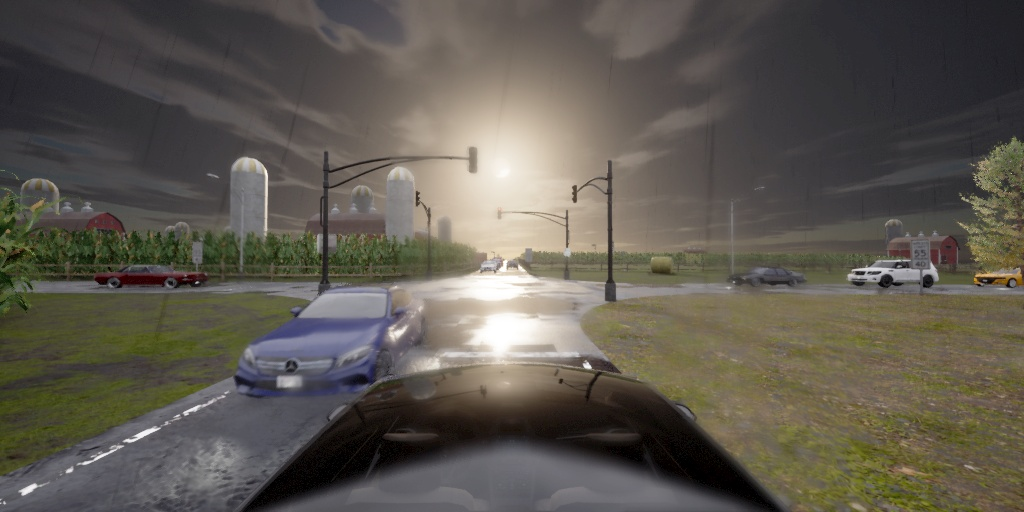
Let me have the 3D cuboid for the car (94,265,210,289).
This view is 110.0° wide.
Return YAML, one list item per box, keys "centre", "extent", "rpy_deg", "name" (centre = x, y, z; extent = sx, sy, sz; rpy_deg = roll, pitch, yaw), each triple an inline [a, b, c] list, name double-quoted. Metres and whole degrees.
- centre: [-19.936, 1.163, 20.073]
  extent: [4.718, 1.301, 1.895]
  rpy_deg: [0, -1, -4]
  name: "car"

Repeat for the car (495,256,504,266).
- centre: [-2.891, 1.295, 62.545]
  extent: [1.882, 1.535, 5.008]
  rpy_deg: [0, 0, 0]
  name: "car"

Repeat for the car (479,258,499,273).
- centre: [-2.818, 1.312, 43.367]
  extent: [1.812, 1.442, 4.674]
  rpy_deg: [0, 0, -1]
  name: "car"

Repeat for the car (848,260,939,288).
- centre: [28.660, 1.291, 27.005]
  extent: [5.566, 2.045, 2.150]
  rpy_deg: [1, -1, -4]
  name: "car"

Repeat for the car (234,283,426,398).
- centre: [-2.818, 1.278, 6.706]
  extent: [1.812, 1.442, 4.674]
  rpy_deg: [0, 0, -3]
  name: "car"

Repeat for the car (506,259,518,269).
- centre: [0.045, 1.410, 58.618]
  extent: [1.895, 1.301, 4.718]
  rpy_deg: [0, 0, 0]
  name: "car"

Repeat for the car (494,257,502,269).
- centre: [-2.872, 1.325, 52.524]
  extent: [1.812, 1.442, 4.674]
  rpy_deg: [0, 0, 0]
  name: "car"

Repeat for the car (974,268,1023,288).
- centre: [38.842, 1.645, 27.759]
  extent: [5.008, 1.535, 1.882]
  rpy_deg: [1, -1, -5]
  name: "car"

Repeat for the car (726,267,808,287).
- centre: [18.675, 1.525, 26.296]
  extent: [5.357, 1.411, 2.033]
  rpy_deg: [1, -1, -8]
  name: "car"
